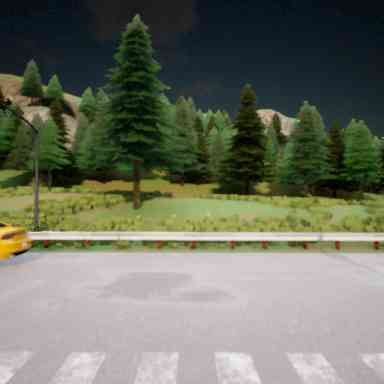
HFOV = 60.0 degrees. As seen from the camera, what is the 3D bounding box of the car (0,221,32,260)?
[{"bbox_3d":[-7.897,1.523,10.728,5.008,1.535,1.882,0,0,-1],"label":"car"}]
